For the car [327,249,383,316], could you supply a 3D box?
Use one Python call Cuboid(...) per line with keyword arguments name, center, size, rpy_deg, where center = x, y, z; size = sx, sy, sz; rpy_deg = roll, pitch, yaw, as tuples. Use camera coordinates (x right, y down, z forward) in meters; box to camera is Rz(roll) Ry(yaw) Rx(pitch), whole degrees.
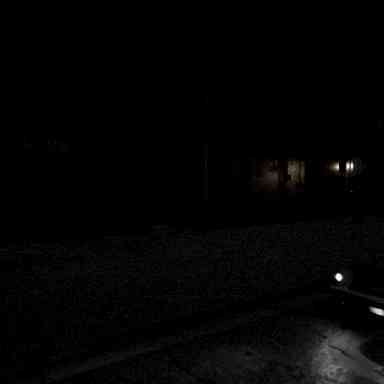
Cuboid(name="car", center=(4.796, 1.602, 6.581), size=(4.718, 1.301, 1.895), rpy_deg=(0, 0, -35))
